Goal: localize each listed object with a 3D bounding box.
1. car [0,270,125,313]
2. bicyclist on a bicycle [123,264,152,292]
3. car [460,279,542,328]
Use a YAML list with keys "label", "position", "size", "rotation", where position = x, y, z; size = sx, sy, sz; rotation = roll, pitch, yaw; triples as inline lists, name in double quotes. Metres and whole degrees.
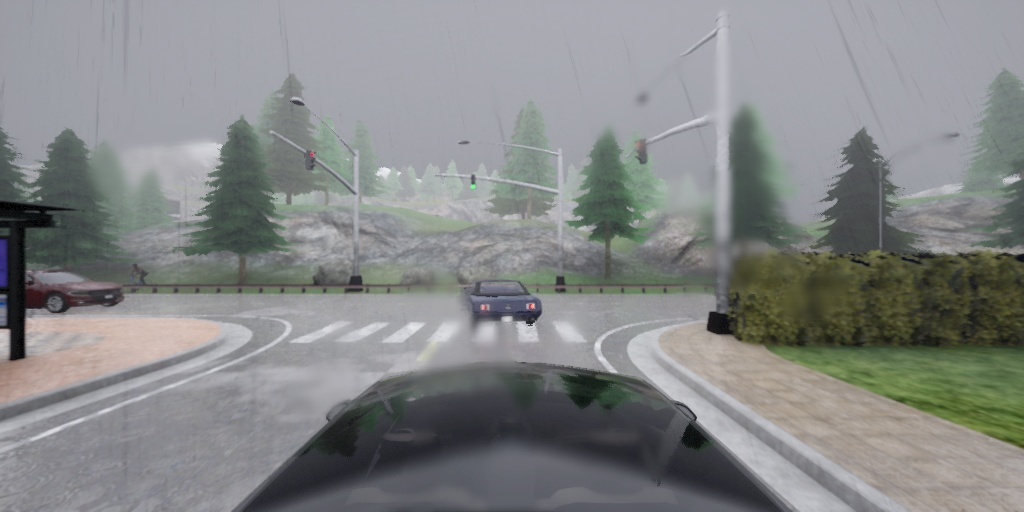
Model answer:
- label: "car"
  position: [-17.782, 1.269, 13.624]
  size: [5.008, 1.535, 1.882]
  rotation: [0, 0, 0]
- label: "bicyclist on a bicycle"
  position: [-21.647, 1.260, 20.750]
  size: [0.582, 1.620, 1.656]
  rotation: [0, 0, 0]
- label: "car"
  position: [-0.582, 1.378, 11.602]
  size: [1.895, 1.301, 4.718]
  rotation: [0, 0, -12]
